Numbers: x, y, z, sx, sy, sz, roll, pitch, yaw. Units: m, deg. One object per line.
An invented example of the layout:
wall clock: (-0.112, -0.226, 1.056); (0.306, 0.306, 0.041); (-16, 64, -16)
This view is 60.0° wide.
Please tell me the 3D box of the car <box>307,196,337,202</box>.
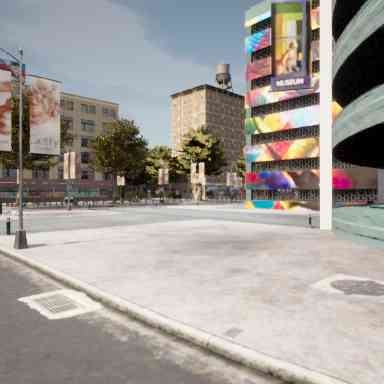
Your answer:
car: (14.988, 1.320, 39.729); (4.674, 1.452, 2.002); (0, 0, -44)
